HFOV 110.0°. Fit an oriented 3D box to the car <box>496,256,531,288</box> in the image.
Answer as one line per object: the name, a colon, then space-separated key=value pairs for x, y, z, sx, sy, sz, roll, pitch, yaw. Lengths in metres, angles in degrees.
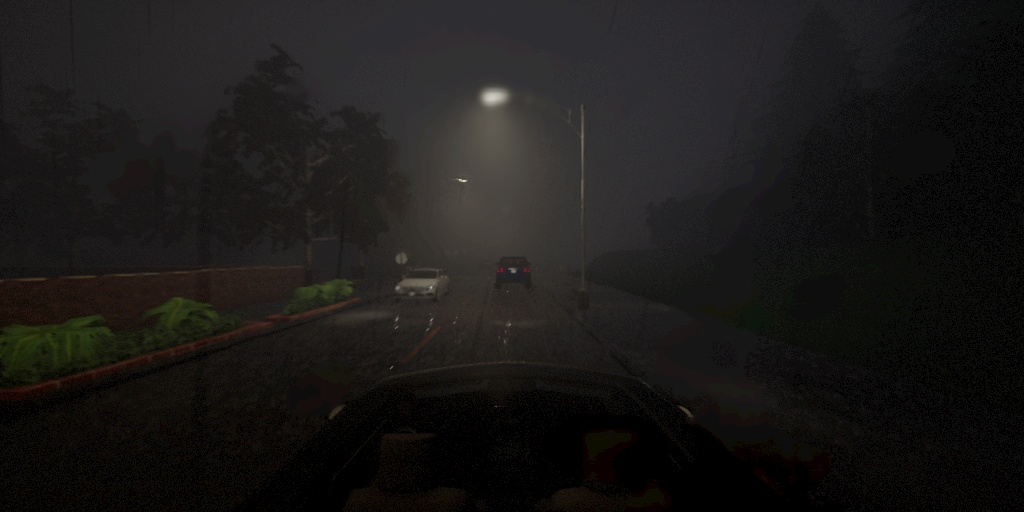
car: x=0.090 y=1.000 z=23.881 sx=2.150 sy=2.045 sz=5.566 roll=0 pitch=0 yaw=0

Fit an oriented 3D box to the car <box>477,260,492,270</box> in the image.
car: x=-4.077 y=1.315 z=53.683 sx=1.837 sy=1.490 sz=4.892 roll=0 pitch=0 yaw=1

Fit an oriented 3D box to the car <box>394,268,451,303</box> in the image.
car: x=-4.099 y=1.295 z=17.058 sx=1.812 sy=1.442 sz=4.674 roll=0 pitch=0 yaw=0
